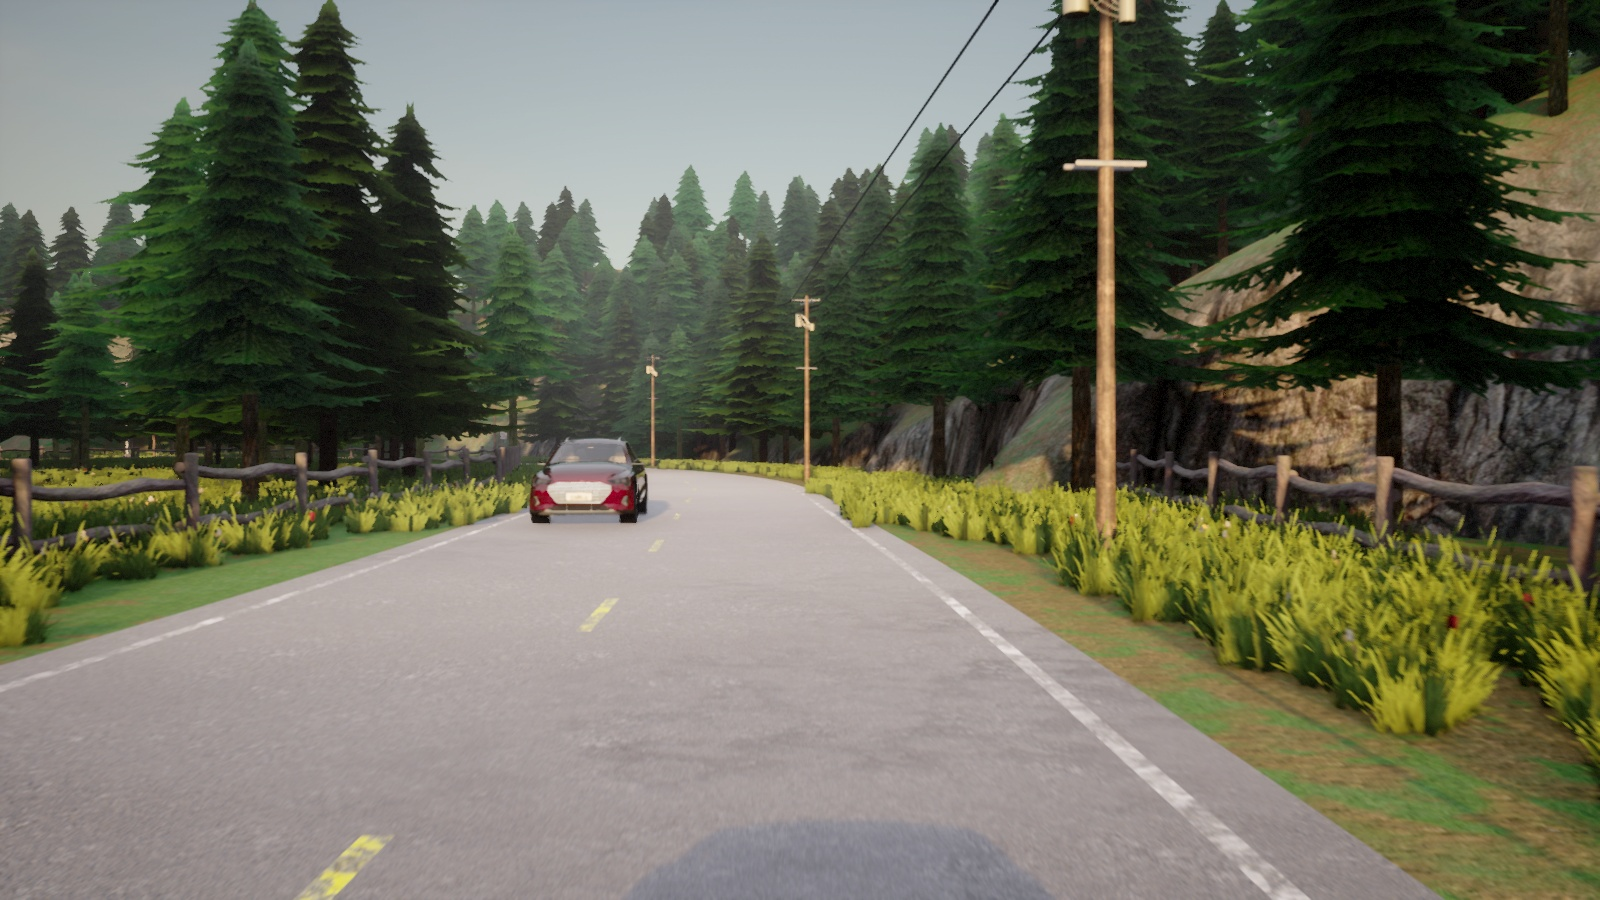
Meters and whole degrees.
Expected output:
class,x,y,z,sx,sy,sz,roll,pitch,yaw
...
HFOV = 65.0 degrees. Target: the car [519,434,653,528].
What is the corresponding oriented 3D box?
class,x,y,z,sx,sy,sz,roll,pitch,yaw
car,-4.040,0.536,24.483,2.033,1.649,4.856,0,0,-3
